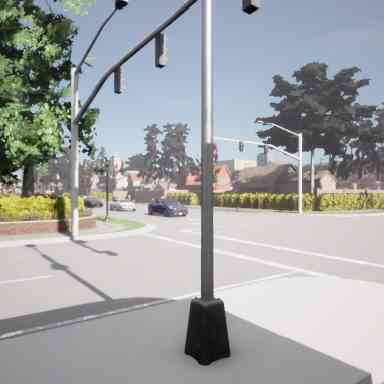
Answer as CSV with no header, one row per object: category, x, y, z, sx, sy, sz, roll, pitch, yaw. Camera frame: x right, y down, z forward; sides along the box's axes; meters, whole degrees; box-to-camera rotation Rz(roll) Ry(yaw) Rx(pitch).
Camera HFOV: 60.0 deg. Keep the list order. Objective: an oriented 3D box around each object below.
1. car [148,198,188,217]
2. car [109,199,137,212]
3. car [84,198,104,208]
car,-2.323,1.352,31.360,2.097,1.767,4.553,0,0,-36
car,-8.309,1.526,39.634,1.812,1.442,4.674,0,0,-36
car,-14.568,1.547,48.273,2.033,1.411,5.357,0,0,-36
